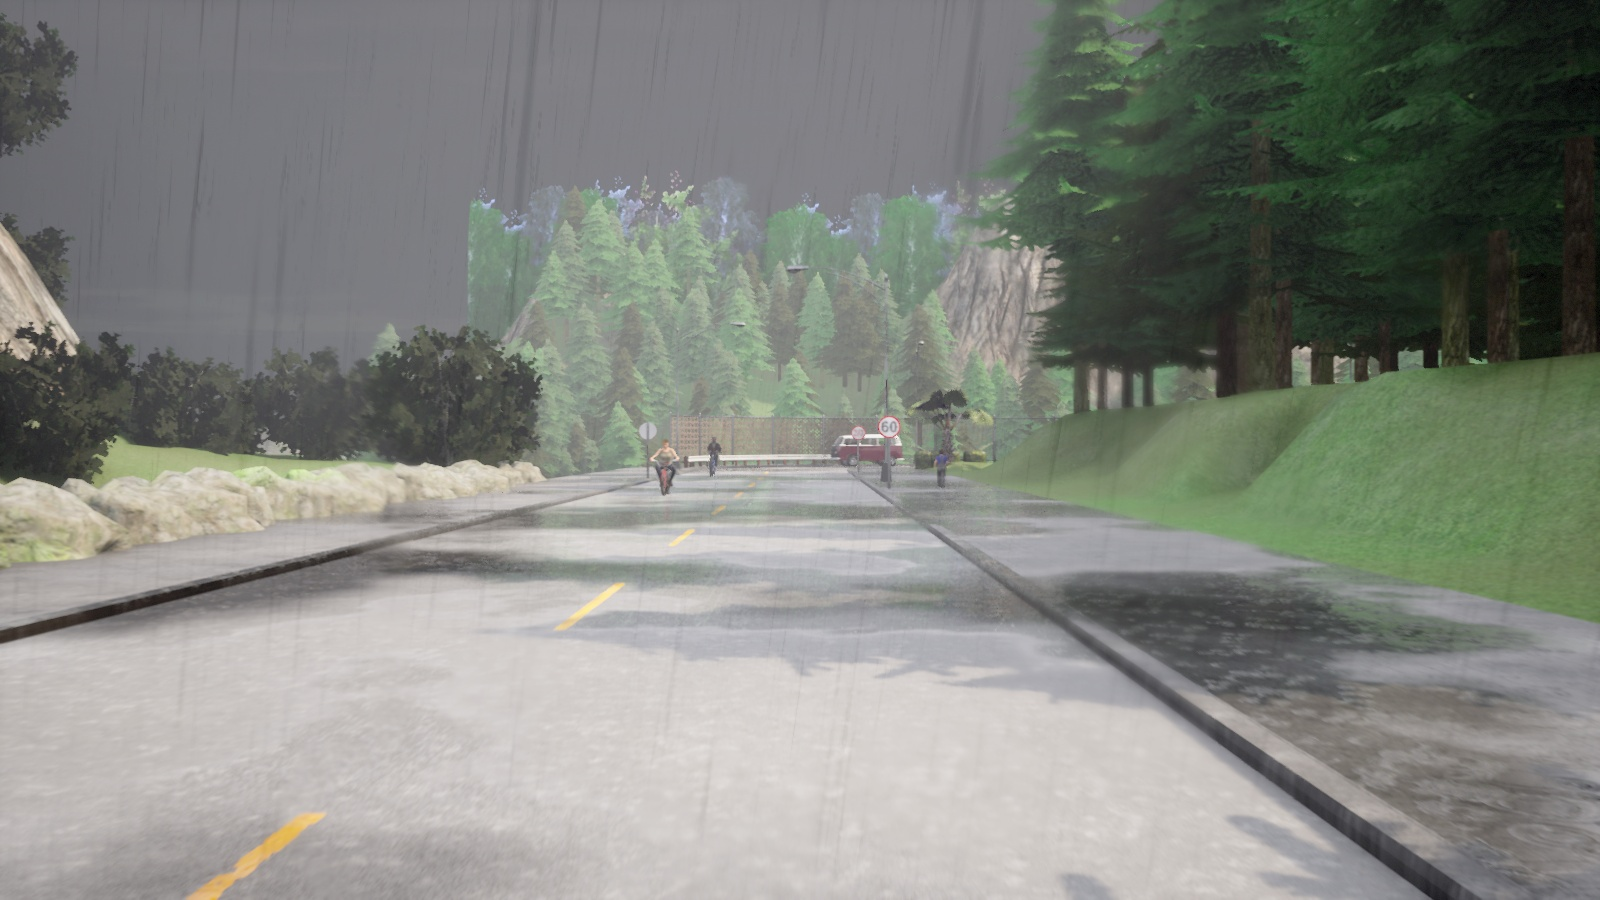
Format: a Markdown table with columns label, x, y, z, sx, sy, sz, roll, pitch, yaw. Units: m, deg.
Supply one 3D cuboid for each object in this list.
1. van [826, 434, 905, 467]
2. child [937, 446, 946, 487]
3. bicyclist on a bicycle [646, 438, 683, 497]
| label | x | y | z | sx | sy | sz | roll | pitch | yaw |
| --- | --- | --- | --- | --- | --- | --- | --- | --- | --- |
| van | 4.082 | 0.034 | 78.295 | 4.480 | 2.038 | 2.069 | 0 | 0 | -15 |
| child | 4.430 | 0.518 | 39.390 | 0.270 | 1.263 | 0.437 | 0 | 0 | 9 |
| bicyclist on a bicycle | -3.787 | 0.482 | 35.095 | 0.866 | 1.612 | 1.509 | 0 | 0 | 0 |
